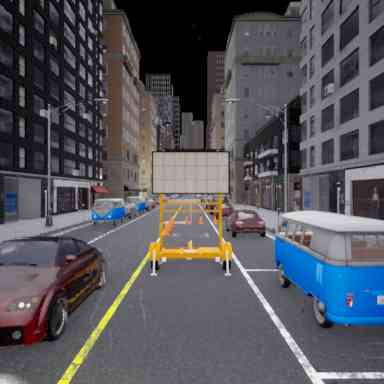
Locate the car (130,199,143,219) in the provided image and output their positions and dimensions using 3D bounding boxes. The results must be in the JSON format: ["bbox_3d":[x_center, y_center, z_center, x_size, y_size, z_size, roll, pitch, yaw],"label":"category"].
[{"bbox_3d":[-5.776,1.559,28.682,2.008,1.369,4.403,0,0,0],"label":"car"}]

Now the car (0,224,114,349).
[{"bbox_3d":[-3.023,1.566,6.340,1.994,1.385,4.181,0,0,0],"label":"car"}]

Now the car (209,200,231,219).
[{"bbox_3d":[2.750,1.590,28.713,1.802,1.307,4.206,0,0,0],"label":"car"}]

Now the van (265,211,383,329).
[{"bbox_3d":[2.831,1.343,6.709,1.690,1.788,3.998,0,0,0],"label":"van"}]

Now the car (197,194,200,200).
[{"bbox_3d":[2.605,1.598,67.223,1.947,1.339,4.313,0,0,0],"label":"car"}]

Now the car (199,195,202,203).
[{"bbox_3d":[2.646,1.574,56.221,2.008,1.369,4.403,0,0,0],"label":"car"}]

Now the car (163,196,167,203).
[{"bbox_3d":[-5.879,1.589,56.189,1.947,1.339,4.313,0,0,0],"label":"car"}]

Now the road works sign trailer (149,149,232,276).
[{"bbox_3d":[-0.038,0.467,10.377,2.380,3.560,2.880,0,0,0],"label":"road works sign trailer"}]

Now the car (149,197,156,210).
[{"bbox_3d":[-5.817,1.579,39.685,1.947,1.339,4.313,0,0,0],"label":"car"}]

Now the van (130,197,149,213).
[{"bbox_3d":[-5.797,1.352,34.183,1.690,1.788,3.998,0,0,0],"label":"van"}]

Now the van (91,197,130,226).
[{"bbox_3d":[-5.756,1.347,23.182,1.690,1.788,3.998,0,0,0],"label":"van"}]

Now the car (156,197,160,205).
[{"bbox_3d":[-5.838,1.598,45.186,1.802,1.307,4.206,0,0,0],"label":"car"}]

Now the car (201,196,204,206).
[{"bbox_3d":[2.687,1.457,45.218,1.967,1.590,4.097,0,0,0],"label":"car"}]

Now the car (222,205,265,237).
[{"bbox_3d":[2.791,1.587,17.712,1.802,1.307,4.206,0,0,0],"label":"car"}]

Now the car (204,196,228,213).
[{"bbox_3d":[2.728,1.326,34.215,2.192,1.841,5.009,0,0,0],"label":"car"}]
